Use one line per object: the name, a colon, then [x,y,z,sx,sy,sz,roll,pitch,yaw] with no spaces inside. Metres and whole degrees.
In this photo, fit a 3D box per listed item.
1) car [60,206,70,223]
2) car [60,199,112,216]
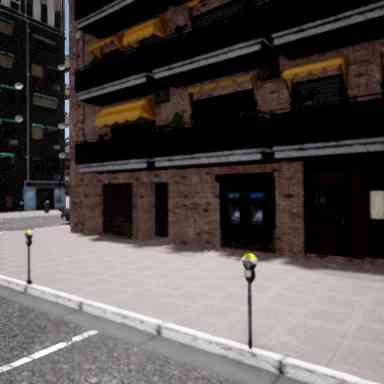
car: [-7.219,1.470,23.876,2.008,1.369,4.403,0,1,36]
car: [-10.387,1.444,32.931,1.752,1.417,4.829,0,1,36]
